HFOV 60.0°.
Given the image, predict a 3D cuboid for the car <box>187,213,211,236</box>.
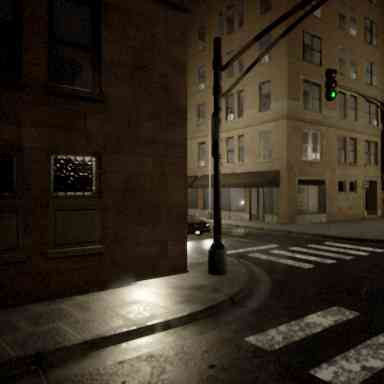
[{"bbox_3d":[-1.278,1.507,17.773,2.033,1.411,5.357,0,0,-36],"label":"car"}]
